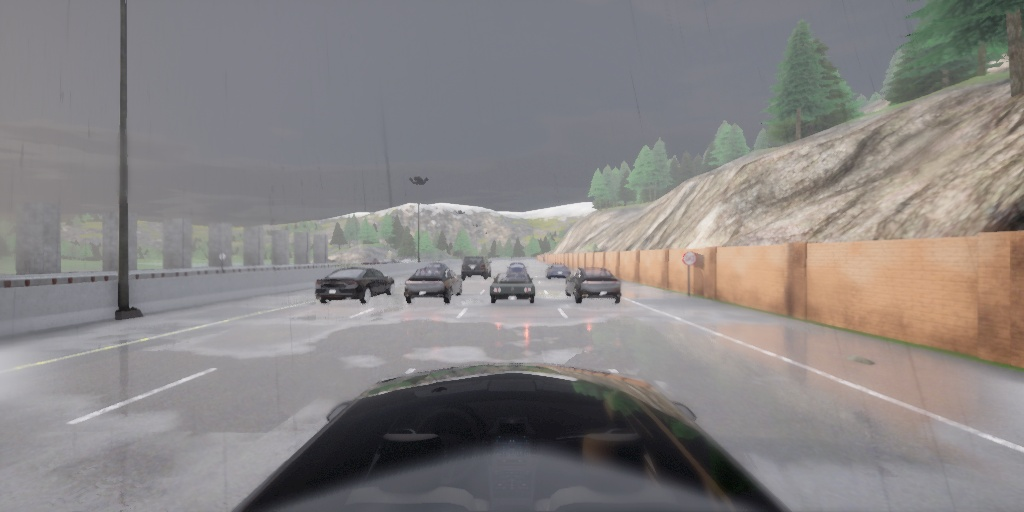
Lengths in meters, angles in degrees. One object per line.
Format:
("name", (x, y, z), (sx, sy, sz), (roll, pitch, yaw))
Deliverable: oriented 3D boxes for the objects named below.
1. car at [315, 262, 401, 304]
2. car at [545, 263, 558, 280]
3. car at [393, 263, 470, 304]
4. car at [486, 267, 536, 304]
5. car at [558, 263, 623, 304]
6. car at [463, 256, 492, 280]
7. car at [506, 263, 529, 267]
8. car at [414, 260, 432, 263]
("car", (-6.947, 1.232, 16.423), (1.882, 1.535, 5.008), (0, 0, 1))
("car", (3.954, 1.320, 30.980), (1.994, 1.385, 4.181), (0, 0, 2))
("car", (-3.447, 1.242, 16.372), (2.128, 1.511, 4.902), (0, 0, 1))
("car", (0.053, 1.363, 16.350), (1.895, 1.301, 4.718), (0, 0, 1))
("car", (3.552, 1.242, 16.269), (2.128, 1.511, 4.902), (0, 0, 1))
("car", (-3.041, 1.005, 31.239), (2.150, 2.045, 5.566), (0, 0, 2))
("car", (0.456, 1.280, 31.095), (1.812, 1.442, 4.674), (0, 0, 2))
("car", (-6.541, 1.310, 31.323), (2.033, 1.411, 5.357), (0, 0, 2))
